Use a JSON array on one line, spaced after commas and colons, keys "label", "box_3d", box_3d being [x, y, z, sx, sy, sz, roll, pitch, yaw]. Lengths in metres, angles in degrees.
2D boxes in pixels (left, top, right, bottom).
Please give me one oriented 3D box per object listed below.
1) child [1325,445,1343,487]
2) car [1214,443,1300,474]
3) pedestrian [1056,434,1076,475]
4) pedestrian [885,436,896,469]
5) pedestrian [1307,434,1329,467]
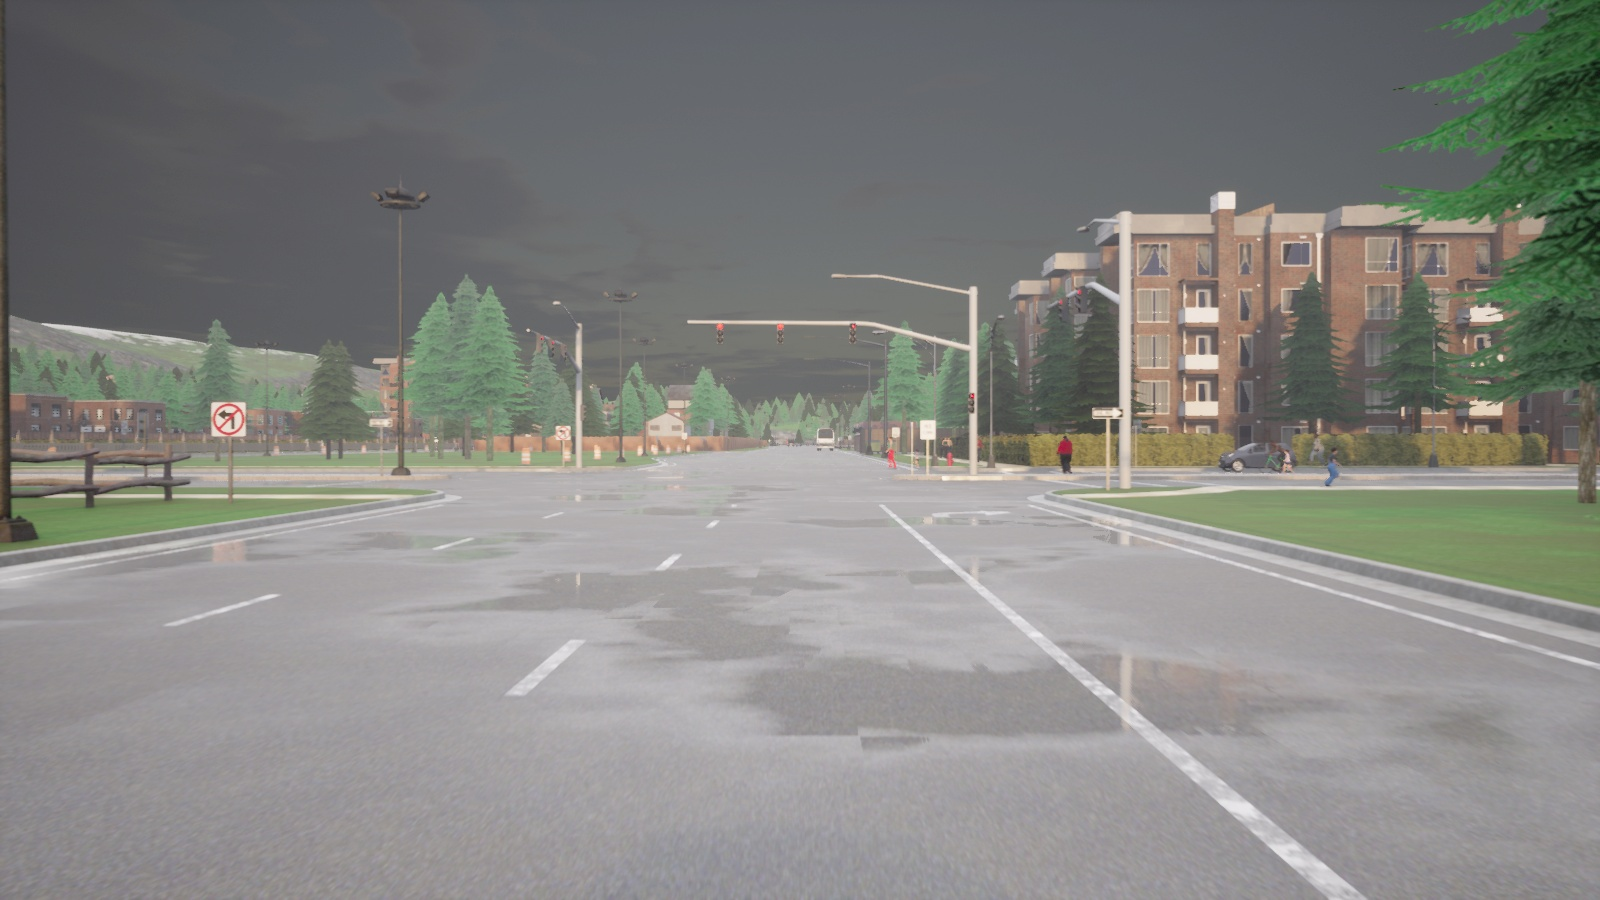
[{"label": "child", "box_3d": [15.920, 0.477, 37.464, 0.437, 1.263, 0.270, 0, 0, 8]}, {"label": "car", "box_3d": [22.841, 0.425, 62.813, 3.633, 1.501, 1.845, 0, 0, 0]}, {"label": "pedestrian", "box_3d": [11.882, 0.190, 56.106, 0.634, 1.844, 0.899, 0, 0, -7]}, {"label": "pedestrian", "box_3d": [5.011, 0.151, 69.361, 0.594, 1.836, 0.345, 0, 0, 5]}, {"label": "pedestrian", "box_3d": [28.721, 0.016, 69.675, 0.900, 1.855, 0.874, 0, 0, 3]}]
